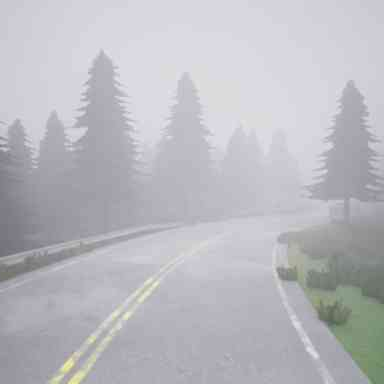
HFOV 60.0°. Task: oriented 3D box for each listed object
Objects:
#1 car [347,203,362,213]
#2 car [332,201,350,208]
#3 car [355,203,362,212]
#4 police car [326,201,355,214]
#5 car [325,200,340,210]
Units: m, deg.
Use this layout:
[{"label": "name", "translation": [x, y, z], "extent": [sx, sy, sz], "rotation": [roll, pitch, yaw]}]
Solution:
[{"label": "car", "translation": [27.018, 2.663, 55.336], "extent": [1.837, 1.490, 4.892], "rotation": [2, 0, 30]}, {"label": "car", "translation": [33.659, 2.786, 75.268], "extent": [1.837, 1.490, 4.892], "rotation": [0, -1, 1]}, {"label": "car", "translation": [23.904, 2.398, 50.093], "extent": [2.097, 1.767, 4.553], "rotation": [2, 0, 31]}, {"label": "police car", "translation": [18.562, 2.279, 41.666], "extent": [1.930, 1.638, 5.238], "rotation": [3, 0, 33]}, {"label": "car", "translation": [26.921, 2.499, 63.609], "extent": [2.097, 1.767, 4.553], "rotation": [2, 0, 30]}]
